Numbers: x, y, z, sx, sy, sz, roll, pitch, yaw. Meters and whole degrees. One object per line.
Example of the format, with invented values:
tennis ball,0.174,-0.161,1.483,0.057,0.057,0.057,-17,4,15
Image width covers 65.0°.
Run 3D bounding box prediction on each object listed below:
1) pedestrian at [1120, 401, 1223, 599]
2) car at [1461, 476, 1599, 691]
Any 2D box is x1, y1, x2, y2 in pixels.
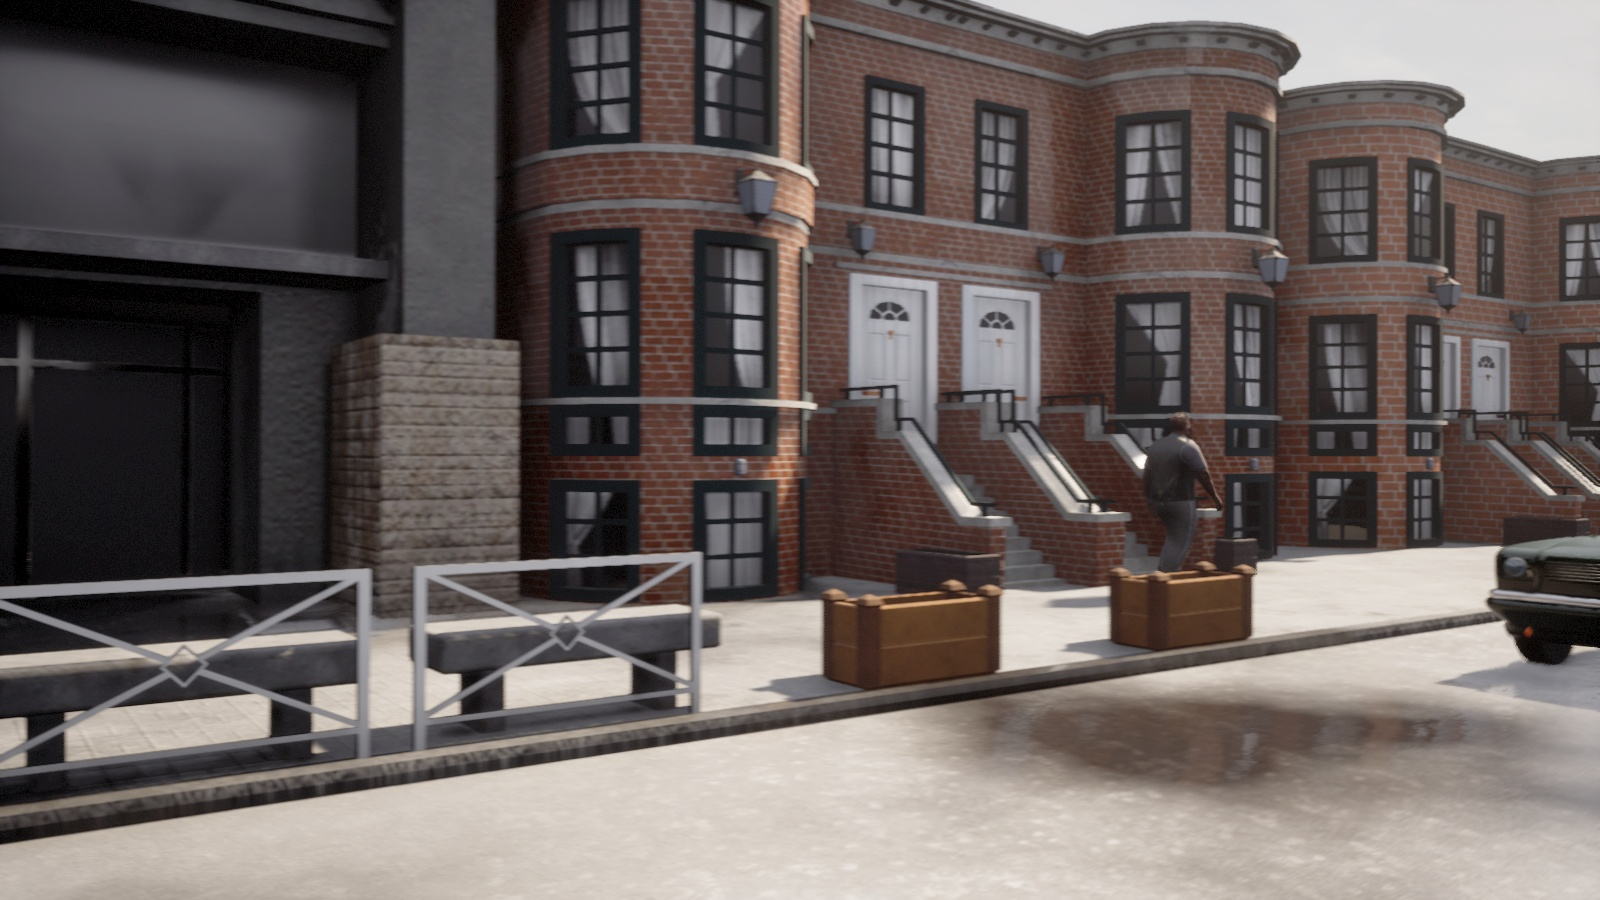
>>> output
pedestrian,3.672,0.477,12.401,0.849,1.883,0.563,0,0,-35
car,6.986,0.853,9.130,4.718,1.301,1.895,0,0,-35
